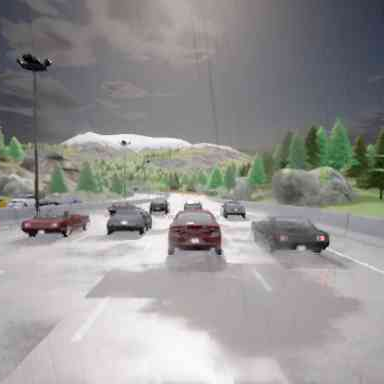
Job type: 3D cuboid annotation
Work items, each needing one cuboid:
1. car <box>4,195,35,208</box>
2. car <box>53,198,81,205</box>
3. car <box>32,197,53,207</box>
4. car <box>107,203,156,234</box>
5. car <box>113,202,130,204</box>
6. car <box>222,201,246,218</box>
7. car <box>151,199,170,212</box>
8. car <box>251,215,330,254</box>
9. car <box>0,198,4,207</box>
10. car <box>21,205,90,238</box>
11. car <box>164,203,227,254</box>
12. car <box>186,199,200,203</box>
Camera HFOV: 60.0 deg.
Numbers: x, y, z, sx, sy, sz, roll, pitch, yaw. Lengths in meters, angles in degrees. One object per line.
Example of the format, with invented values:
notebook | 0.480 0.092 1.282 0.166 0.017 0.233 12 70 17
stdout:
car | -24.561 1.386 48.749 2.150 2.045 5.566 0 -1 0
car | -17.569 1.631 47.749 1.882 1.535 5.008 0 -1 0
car | -21.064 1.768 48.822 1.895 1.301 4.718 0 -1 0
car | -3.399 1.515 18.702 1.994 1.385 4.181 0 0 0
car | -6.898 1.611 33.205 1.895 1.301 4.718 0 0 0
car | 3.602 1.536 29.752 2.033 1.411 5.357 0 0 0
car | -3.398 1.506 35.606 1.882 1.535 5.008 0 0 0
car | 3.600 1.552 13.136 1.895 1.301 4.718 0 0 0
car | -28.056 1.626 47.335 1.882 1.535 5.008 0 -1 0
car | -6.899 1.551 17.468 1.895 1.301 4.718 0 0 0
car | 0.100 1.428 13.248 1.882 1.535 5.008 0 0 0
car | 0.102 1.509 34.314 2.128 1.511 4.902 0 0 0
